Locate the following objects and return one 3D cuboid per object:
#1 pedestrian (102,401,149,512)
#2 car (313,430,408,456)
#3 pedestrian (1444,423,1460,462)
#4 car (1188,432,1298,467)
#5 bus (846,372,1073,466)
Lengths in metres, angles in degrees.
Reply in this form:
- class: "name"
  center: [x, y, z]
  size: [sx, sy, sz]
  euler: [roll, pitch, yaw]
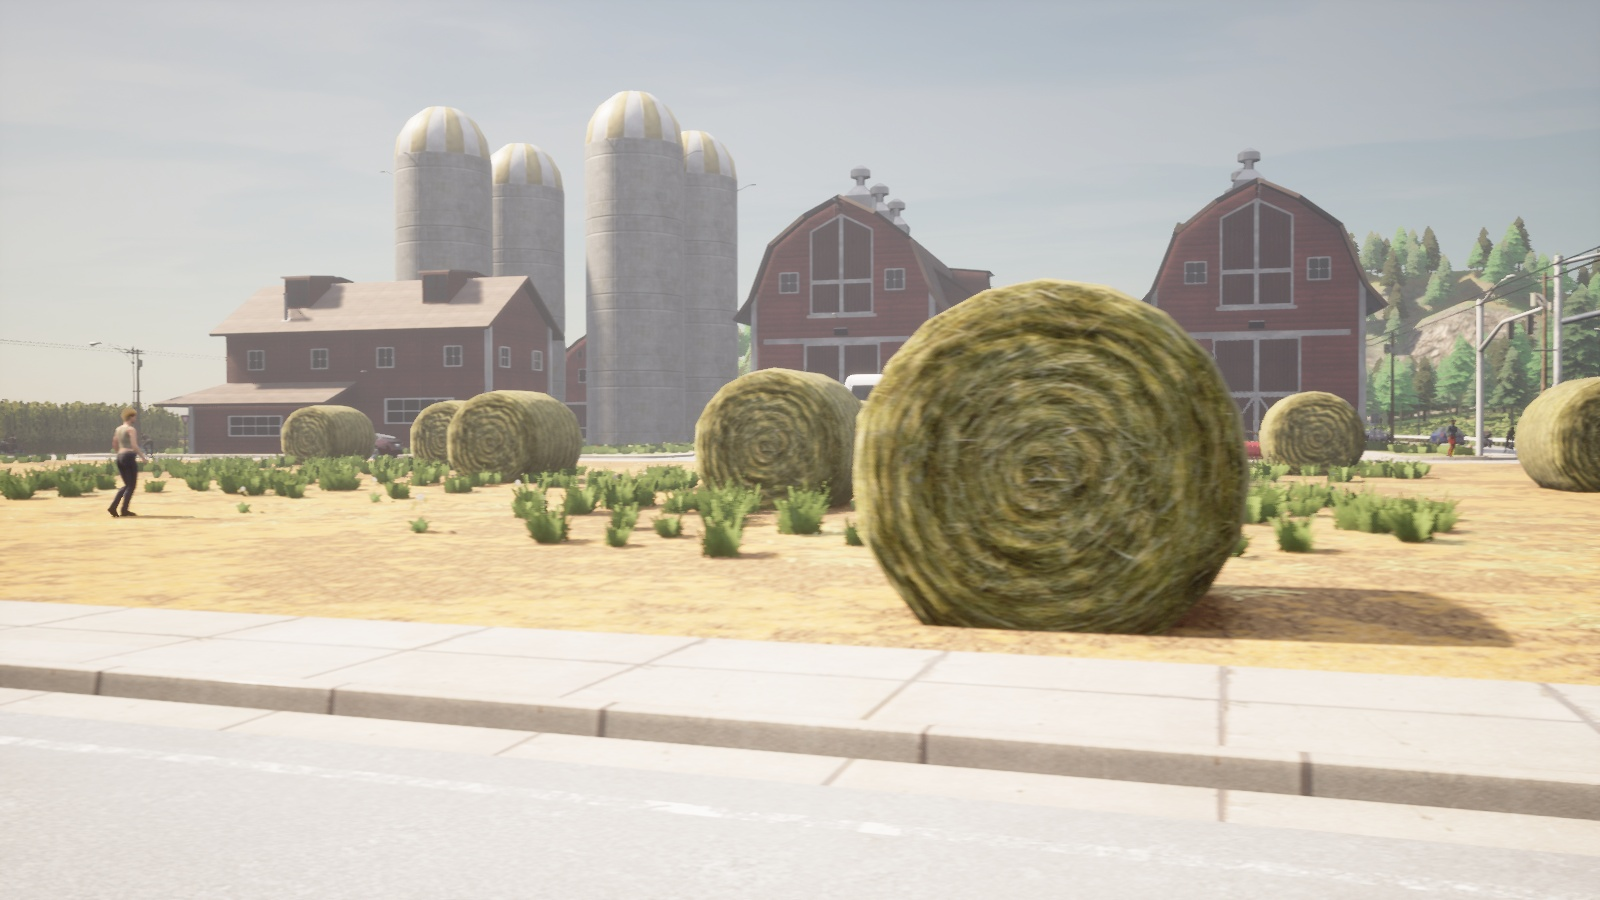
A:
- class: "pedestrian"
  center: [-11.306, 0.097, 21.045]
  size: [0.345, 1.836, 0.594]
  euler: [1, 1, 30]
- class: "car"
  center: [-25.211, -0.415, 72.083]
  size: [4.792, 1.488, 2.163]
  euler: [0, 1, 15]
- class: "pedestrian"
  center: [31.347, -0.353, 60.399]
  size: [0.353, 1.847, 0.614]
  euler: [0, 1, -12]
- class: "car"
  center: [19.879, -0.053, 56.573]
  size: [4.514, 1.525, 2.007]
  euler: [0, 1, 15]
- class: "bus"
  center: [7.654, -1.470, 59.777]
  size: [10.273, 4.253, 3.944]
  euler: [0, 1, 15]
